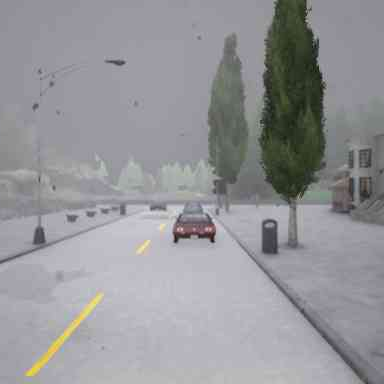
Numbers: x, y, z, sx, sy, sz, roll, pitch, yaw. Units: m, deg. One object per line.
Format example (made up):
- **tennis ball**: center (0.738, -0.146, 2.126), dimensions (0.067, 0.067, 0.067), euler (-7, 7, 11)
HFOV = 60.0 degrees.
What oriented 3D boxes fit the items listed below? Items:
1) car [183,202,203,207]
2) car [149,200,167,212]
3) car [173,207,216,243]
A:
- **car**: center (0.102, 1.622, 32.543), dimensions (1.994, 1.385, 4.181), euler (0, 0, 0)
- **car**: center (-3.998, 1.620, 40.354), dimensions (2.033, 1.411, 5.357), euler (0, 0, 0)
- **car**: center (0.101, 1.630, 16.365), dimensions (1.895, 1.301, 4.718), euler (0, 0, 0)
